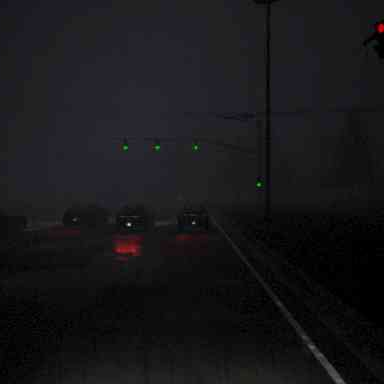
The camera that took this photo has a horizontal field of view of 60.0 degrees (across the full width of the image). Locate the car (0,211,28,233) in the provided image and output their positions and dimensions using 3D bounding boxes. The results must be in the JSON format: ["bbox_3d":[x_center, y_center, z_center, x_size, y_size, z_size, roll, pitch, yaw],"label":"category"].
[{"bbox_3d":[-10.399,1.598,17.126,1.895,1.301,4.718,0,0,0],"label":"car"}]

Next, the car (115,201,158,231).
[{"bbox_3d":[-3.398,1.502,20.375,1.837,1.490,4.892,0,0,0],"label":"car"}]

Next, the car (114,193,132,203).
[{"bbox_3d":[-14.002,1.343,66.166,2.097,1.767,4.553,0,0,0],"label":"car"}]

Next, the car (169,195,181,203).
[{"bbox_3d":[-3.502,1.590,66.043,1.895,1.301,4.718,0,0,0],"label":"car"}]

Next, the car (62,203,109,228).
[{"bbox_3d":[-6.899,1.474,22.078,1.882,1.535,5.008,0,0,0],"label":"car"}]

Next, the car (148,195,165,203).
[{"bbox_3d":[-7.002,1.589,66.071,1.895,1.301,4.718,0,0,0],"label":"car"}]

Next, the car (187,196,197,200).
[{"bbox_3d":[-0.002,1.489,65.961,2.128,1.511,4.902,0,0,0],"label":"car"}]

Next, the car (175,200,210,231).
[{"bbox_3d":[0.101,1.488,20.700,2.128,1.511,4.902,0,0,0],"label":"car"}]

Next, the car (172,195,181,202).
[{"bbox_3d":[-3.502,1.409,76.231,1.882,1.535,5.008,0,0,0],"label":"car"}]

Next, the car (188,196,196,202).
[{"bbox_3d":[-0.002,1.526,76.262,1.895,1.301,4.718,0,0,0],"label":"car"}]

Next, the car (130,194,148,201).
[{"bbox_3d":[-10.502,1.589,66.149,1.895,1.301,4.718,0,0,0],"label":"car"}]
